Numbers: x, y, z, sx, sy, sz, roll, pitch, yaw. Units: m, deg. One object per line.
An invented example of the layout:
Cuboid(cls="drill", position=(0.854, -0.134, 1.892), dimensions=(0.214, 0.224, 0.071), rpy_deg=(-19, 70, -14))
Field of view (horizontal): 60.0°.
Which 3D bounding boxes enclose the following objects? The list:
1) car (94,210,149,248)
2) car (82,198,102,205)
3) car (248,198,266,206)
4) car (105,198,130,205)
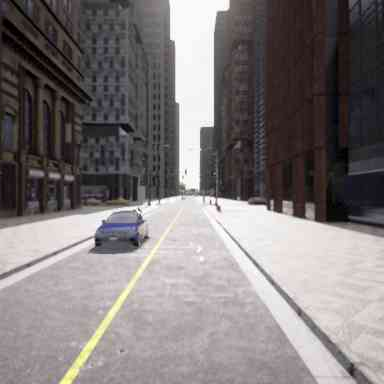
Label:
Cuboid(cls="car", position=(-3.100, 1.609, 15.452), dimensions=(1.812, 1.442, 4.674), rpy_deg=(0, 0, 0))
Cuboid(cls="car", position=(-20.613, 1.934, 67.006), dimensions=(4.829, 1.417, 1.752), rpy_deg=(0, 0, 0))
Cuboid(cls="car", position=(11.900, 1.689, 58.282), dimensions=(4.097, 1.590, 1.967), rpy_deg=(0, 0, 0))
Cuboid(cls="car", position=(-15.011, 1.919, 66.972), dimensions=(4.829, 1.417, 1.752), rpy_deg=(0, 0, 0))
